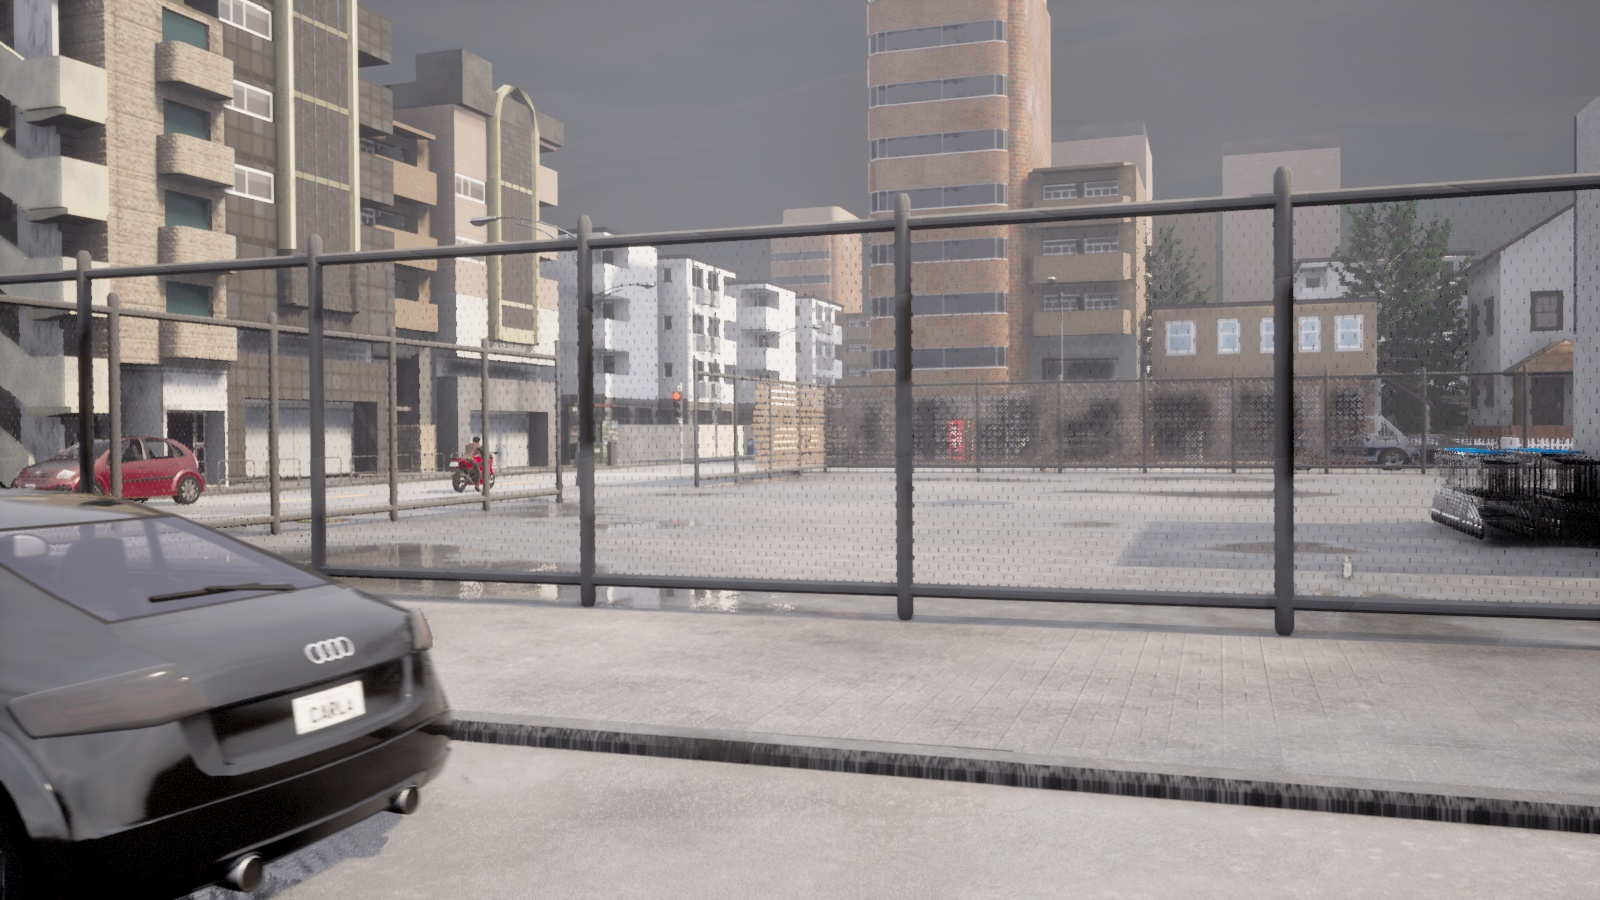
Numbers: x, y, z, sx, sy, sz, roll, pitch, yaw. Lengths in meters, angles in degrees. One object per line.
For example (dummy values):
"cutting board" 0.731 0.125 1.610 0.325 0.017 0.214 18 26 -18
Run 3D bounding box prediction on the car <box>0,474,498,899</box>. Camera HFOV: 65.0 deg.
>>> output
"car" -3.554 0.823 4.920 4.181 1.385 1.994 0 1 18

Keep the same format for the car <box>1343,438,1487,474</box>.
"car" 23.374 0.220 47.889 4.718 1.301 1.895 0 1 18

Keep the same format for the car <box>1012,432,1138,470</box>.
"car" 11.371 0.023 51.917 4.902 1.511 2.128 0 1 18

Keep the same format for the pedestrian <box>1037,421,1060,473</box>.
"pedestrian" 8.723 -0.109 44.129 0.703 1.840 0.431 0 1 28

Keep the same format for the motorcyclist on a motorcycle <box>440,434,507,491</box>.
"motorcyclist on a motorcycle" -8.946 0.313 34.470 0.797 1.523 2.044 0 1 19

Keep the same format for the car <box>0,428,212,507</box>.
"car" -15.350 0.327 27.952 1.851 1.617 3.988 0 1 18

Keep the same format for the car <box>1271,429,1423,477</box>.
"car" 19.502 0.094 44.995 4.856 1.649 2.033 0 1 20
